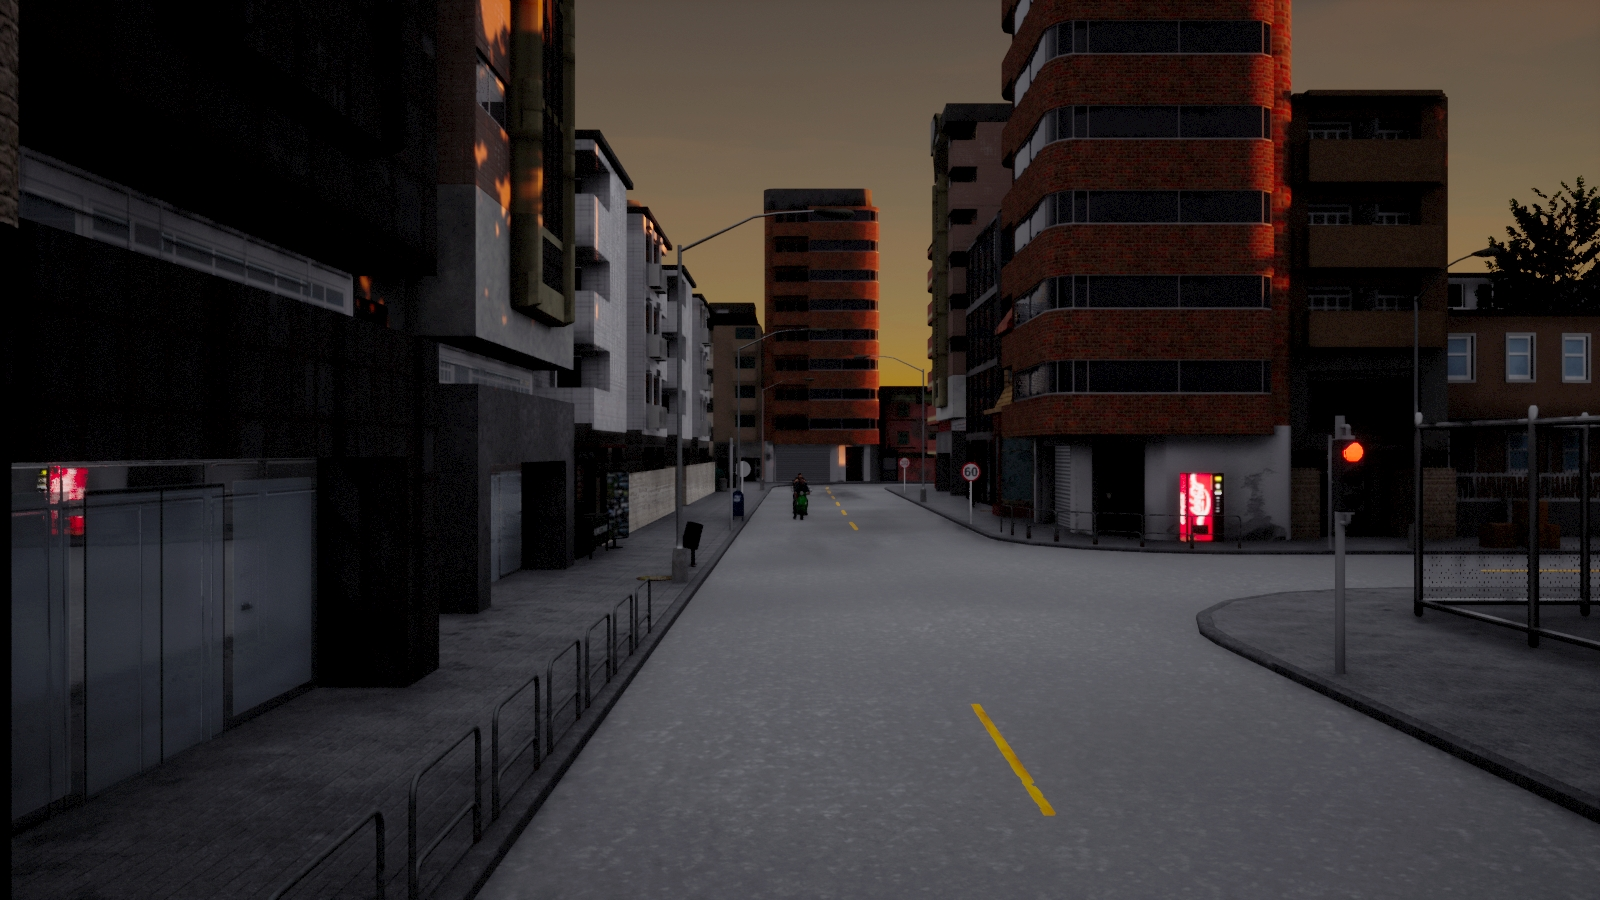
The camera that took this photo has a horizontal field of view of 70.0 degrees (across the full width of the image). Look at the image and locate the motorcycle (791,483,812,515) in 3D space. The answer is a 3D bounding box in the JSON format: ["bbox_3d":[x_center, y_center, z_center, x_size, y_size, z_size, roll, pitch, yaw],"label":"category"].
[{"bbox_3d":[0.063,1.970,46.521,0.856,1.236,1.805,0,0,0],"label":"motorcycle"}]

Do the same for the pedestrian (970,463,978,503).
[{"bbox_3d":[8.108,1.533,53.288,0.375,1.860,0.375,0,0,5],"label":"pedestrian"}]

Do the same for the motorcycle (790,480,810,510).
[{"bbox_3d":[0.019,1.970,50.389,0.856,1.236,1.805,0,0,0],"label":"motorcycle"}]
